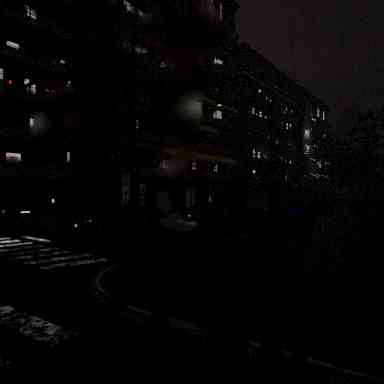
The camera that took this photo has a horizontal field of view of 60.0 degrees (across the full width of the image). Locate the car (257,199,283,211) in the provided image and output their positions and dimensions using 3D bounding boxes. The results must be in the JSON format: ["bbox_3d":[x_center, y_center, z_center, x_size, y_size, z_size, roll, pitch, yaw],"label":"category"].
[{"bbox_3d":[10.777,1.743,45.939,1.967,1.590,4.097,1,0,36],"label":"car"}]

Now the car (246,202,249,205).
[{"bbox_3d":[7.491,1.840,41.486,1.802,1.307,4.206,1,0,36],"label":"car"}]

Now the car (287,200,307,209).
[{"bbox_3d":[17.344,1.974,54.846,1.802,1.307,4.206,1,0,36],"label":"car"}]

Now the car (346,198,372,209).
[{"bbox_3d":[27.370,1.891,54.320,2.192,1.841,5.009,1,0,36],"label":"car"}]

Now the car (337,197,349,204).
[{"bbox_3d":[37.050,2.094,81.566,1.967,1.590,4.097,1,0,36],"label":"car"}]

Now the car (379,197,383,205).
[{"bbox_3d":[47.075,2.151,81.040,2.192,1.841,5.009,1,0,36],"label":"car"}]

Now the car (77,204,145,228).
[{"bbox_3d":[-5.645,1.626,23.672,2.008,1.369,4.403,1,0,36],"label":"car"}]

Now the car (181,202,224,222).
[{"bbox_3d":[0.962,1.746,28.265,1.994,1.385,4.181,1,0,36],"label":"car"}]

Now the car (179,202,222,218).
[{"bbox_3d":[0.924,1.712,32.579,1.887,1.381,4.507,1,0,36],"label":"car"}]

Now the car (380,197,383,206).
[{"bbox_3d":[37.219,2.252,67.679,1.887,1.381,4.507,1,0,36],"label":"car"}]

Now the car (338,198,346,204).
[{"bbox_3d":[33.764,2.177,77.112,1.947,1.339,4.313,1,0,36],"label":"car"}]

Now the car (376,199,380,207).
[{"bbox_3d":[33.936,2.104,63.226,1.967,1.590,4.097,1,0,36],"label":"car"}]

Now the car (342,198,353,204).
[{"bbox_3d":[40.232,2.220,85.882,1.752,1.417,4.829,1,0,36],"label":"car"}]

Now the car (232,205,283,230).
[{"bbox_3d":[4.378,1.827,23.145,1.947,1.339,4.313,1,0,36],"label":"car"}]

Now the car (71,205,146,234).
[{"bbox_3d":[-4.937,1.591,20.226,2.128,1.511,4.902,1,0,36],"label":"car"}]

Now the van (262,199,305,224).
[{"bbox_3d":[7.665,1.647,27.599,1.690,1.788,3.998,1,0,36],"label":"van"}]

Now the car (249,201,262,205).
[{"bbox_3d":[8.989,1.771,39.122,1.882,1.535,5.008,1,0,37],"label":"car"}]

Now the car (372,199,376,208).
[{"bbox_3d":[30.650,2.202,58.772,1.802,1.307,4.206,1,0,36],"label":"car"}]

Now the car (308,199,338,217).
[{"bbox_3d":[14.232,1.837,36.506,1.967,1.590,4.097,1,0,36],"label":"car"}]
